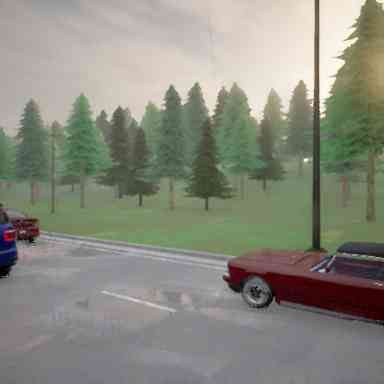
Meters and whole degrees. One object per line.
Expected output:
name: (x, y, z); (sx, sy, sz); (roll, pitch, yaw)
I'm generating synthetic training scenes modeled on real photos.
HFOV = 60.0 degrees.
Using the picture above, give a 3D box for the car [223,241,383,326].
car: (2.971, 1.597, 6.146); (4.718, 1.301, 1.895); (0, 0, 36)

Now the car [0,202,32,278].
car: (-6.740, 1.188, 8.774); (5.566, 2.045, 2.150); (0, 0, 37)

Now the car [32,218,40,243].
car: (-8.622, 1.429, 14.426); (5.008, 1.535, 1.882); (0, 0, 35)
